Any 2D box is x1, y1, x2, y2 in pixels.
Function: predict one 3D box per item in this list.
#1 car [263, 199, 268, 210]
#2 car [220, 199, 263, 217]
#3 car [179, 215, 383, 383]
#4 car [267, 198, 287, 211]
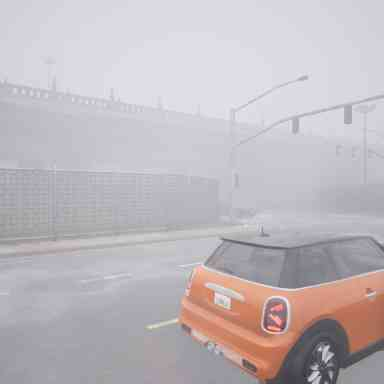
[{"bbox_3d":[4.996,1.603,35.174,2.033,1.411,5.357,0,0,-35],"label":"car"},{"bbox_3d":[3.869,1.560,30.729,1.837,1.490,4.892,0,0,-36],"label":"car"},{"bbox_3d":[2.115,1.352,5.295,4.553,1.767,2.097,0,0,-35],"label":"car"},{"bbox_3d":[9.426,1.533,41.361,1.882,1.535,5.008,0,0,-36],"label":"car"}]
